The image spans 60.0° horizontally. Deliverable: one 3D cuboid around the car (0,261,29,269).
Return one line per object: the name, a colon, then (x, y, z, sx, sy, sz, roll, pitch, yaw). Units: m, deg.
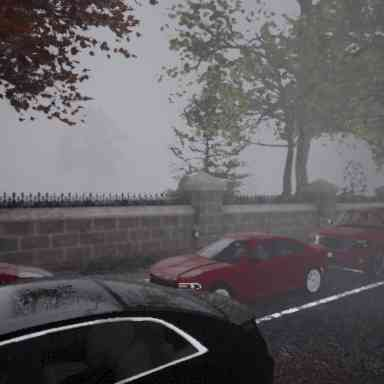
car: (-3.402, 1.585, 4.125, 4.206, 1.307, 1.802, 1, -1, -35)

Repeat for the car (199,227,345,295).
car: (1.192, 1.598, 7.381, 4.507, 1.381, 1.887, 1, -1, -35)

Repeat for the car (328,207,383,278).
car: (5.788, 1.419, 10.639, 5.009, 1.841, 2.192, 1, -1, -35)

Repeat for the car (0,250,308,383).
car: (-1.526, 1.509, 2.278, 4.892, 1.490, 1.837, 1, 0, -35)
